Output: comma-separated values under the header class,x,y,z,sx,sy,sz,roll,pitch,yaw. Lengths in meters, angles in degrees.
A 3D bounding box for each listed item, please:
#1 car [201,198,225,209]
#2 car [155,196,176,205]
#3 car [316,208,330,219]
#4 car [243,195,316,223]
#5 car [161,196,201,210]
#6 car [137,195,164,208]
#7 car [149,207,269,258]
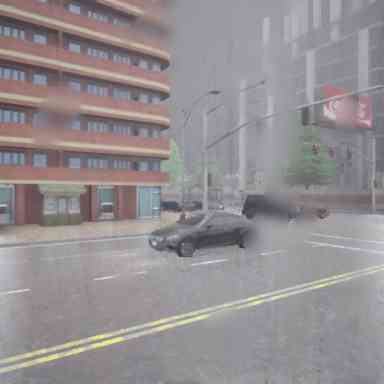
class,x,y,z,sx,sy,sz,roll,pitch,yaw
car,1.793,1.491,38.519,2.128,1.511,4.902,0,0,-35
car,-4.919,1.525,60.662,1.812,1.442,4.674,0,0,-35
car,9.107,1.600,28.076,1.895,1.301,4.718,0,0,-35
car,6.375,1.221,25.874,2.150,2.045,5.566,0,0,-35
car,-1.492,1.351,37.109,2.097,1.767,4.553,0,0,-35
car,-6.313,1.351,50.113,2.097,1.767,4.553,0,0,-35
car,0.604,1.526,12.912,4.674,1.442,1.812,0,0,-35
